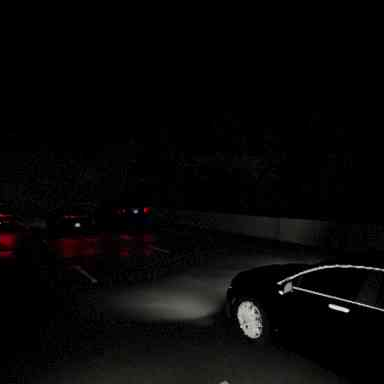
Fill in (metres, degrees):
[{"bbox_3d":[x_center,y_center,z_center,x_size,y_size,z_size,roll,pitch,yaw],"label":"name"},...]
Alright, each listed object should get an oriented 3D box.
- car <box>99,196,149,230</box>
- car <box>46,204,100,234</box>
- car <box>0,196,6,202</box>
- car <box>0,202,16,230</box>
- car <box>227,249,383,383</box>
[{"bbox_3d":[-4.811,1.292,22.262,2.150,2.045,5.566,0,0,-32],"label":"car"},{"bbox_3d":[-7.408,1.553,19.815,2.128,1.511,4.902,0,0,-32],"label":"car"},{"bbox_3d":[-20.402,1.450,33.999,2.150,2.045,5.566,0,-1,-32],"label":"car"},{"bbox_3d":[-12.440,1.591,21.261,1.837,1.490,4.892,0,-1,-32],"label":"car"},{"bbox_3d":[2.397,1.507,4.130,1.837,1.490,4.892,0,0,-32],"label":"car"}]
